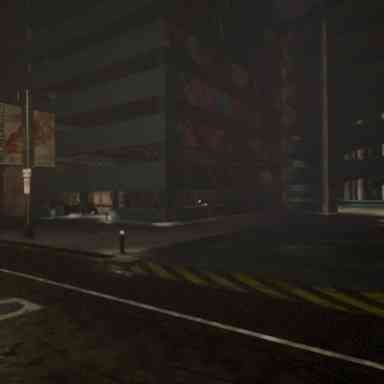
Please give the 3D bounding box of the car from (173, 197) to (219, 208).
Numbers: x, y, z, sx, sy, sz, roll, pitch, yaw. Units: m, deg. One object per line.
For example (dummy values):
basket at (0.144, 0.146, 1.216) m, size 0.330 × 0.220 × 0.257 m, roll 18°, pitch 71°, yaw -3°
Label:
car at (-0.059, 1.530, 32.687) m, size 4.674 × 1.452 × 2.002 m, roll -1°, pitch 0°, yaw 35°

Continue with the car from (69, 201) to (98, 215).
car at (-12.390, 1.761, 36.383) m, size 4.786 × 1.482 × 2.161 m, roll -1°, pitch 0°, yaw 35°

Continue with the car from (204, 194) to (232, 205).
car at (4.681, 1.377, 61.177) m, size 5.566 × 2.045 × 2.435 m, roll -1°, pitch 0°, yaw 35°

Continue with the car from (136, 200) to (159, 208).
car at (-5.338, 1.805, 45.605) m, size 4.718 × 1.301 × 1.895 m, roll -1°, pitch 0°, yaw 35°
